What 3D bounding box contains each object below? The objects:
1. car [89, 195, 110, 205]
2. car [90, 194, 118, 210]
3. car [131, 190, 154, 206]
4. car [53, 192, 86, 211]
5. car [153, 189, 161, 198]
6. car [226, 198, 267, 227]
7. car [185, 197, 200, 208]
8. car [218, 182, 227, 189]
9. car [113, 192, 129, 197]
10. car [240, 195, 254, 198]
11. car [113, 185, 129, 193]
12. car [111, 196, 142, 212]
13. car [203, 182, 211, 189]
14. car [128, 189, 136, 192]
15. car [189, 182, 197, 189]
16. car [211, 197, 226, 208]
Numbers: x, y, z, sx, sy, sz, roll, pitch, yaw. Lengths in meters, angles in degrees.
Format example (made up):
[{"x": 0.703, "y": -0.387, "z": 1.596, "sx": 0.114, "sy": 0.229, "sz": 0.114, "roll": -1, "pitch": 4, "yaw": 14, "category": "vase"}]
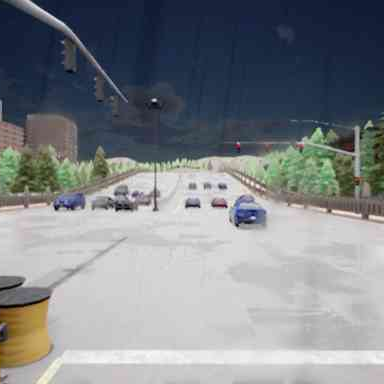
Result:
[{"x": -14.054, "y": 1.205, "z": 50.777, "sx": 1.895, "sy": 1.301, "sz": 4.718, "roll": 0, "pitch": 2, "yaw": 0, "category": "car"}, {"x": -10.574, "y": 1.321, "z": 39.696, "sx": 1.837, "sy": 1.490, "sz": 4.892, "roll": 0, "pitch": 0, "yaw": 0, "category": "car"}, {"x": -7.068, "y": 1.071, "z": 47.637, "sx": 2.097, "sy": 1.767, "sz": 4.553, "roll": 0, "pitch": 1, "yaw": 0, "category": "car"}, {"x": -14.084, "y": 1.046, "z": 38.639, "sx": 2.150, "sy": 2.045, "sz": 5.566, "roll": 0, "pitch": 0, "yaw": 0, "category": "car"}, {"x": -6.978, "y": 0.279, "z": 62.926, "sx": 2.128, "sy": 1.511, "sz": 4.902, "roll": 0, "pitch": 5, "yaw": 1, "category": "car"}, {"x": 3.604, "y": 1.379, "z": 22.032, "sx": 1.882, "sy": 1.535, "sz": 5.008, "roll": 0, "pitch": 0, "yaw": 0, "category": "car"}, {"x": 0.107, "y": 1.343, "z": 44.661, "sx": 1.994, "sy": 1.385, "sz": 4.181, "roll": 0, "pitch": 1, "yaw": 0, "category": "car"}, {"x": 7.158, "y": -1.637, "z": 78.700, "sx": 1.882, "sy": 1.535, "sz": 5.008, "roll": 0, "pitch": 8, "yaw": 0, "category": "car"}, {"x": -10.560, "y": 1.224, "z": 49.327, "sx": 1.994, "sy": 1.385, "sz": 4.181, "roll": 0, "pitch": 2, "yaw": 0, "category": "car"}, {"x": 7.109, "y": 1.142, "z": 43.834, "sx": 2.097, "sy": 1.767, "sz": 4.553, "roll": 0, "pitch": 0, "yaw": 0, "category": "car"}, {"x": -13.927, "y": -0.276, "z": 65.827, "sx": 2.150, "sy": 2.045, "sz": 5.566, "roll": 0, "pitch": 6, "yaw": 1, "category": "car"}, {"x": -7.085, "y": 1.434, "z": 36.345, "sx": 1.895, "sy": 1.301, "sz": 4.718, "roll": 0, "pitch": 0, "yaw": 0, "category": "car"}, {"x": 3.660, "y": -1.629, "z": 79.141, "sx": 2.033, "sy": 1.411, "sz": 5.357, "roll": 0, "pitch": 8, "yaw": 0, "category": "car"}, {"x": -10.449, "y": 0.273, "z": 64.167, "sx": 1.895, "sy": 1.301, "sz": 4.718, "roll": 0, "pitch": 6, "yaw": 1, "category": "car"}, {"x": 0.158, "y": -1.575, "z": 78.748, "sx": 2.033, "sy": 1.411, "sz": 5.357, "roll": 0, "pitch": 8, "yaw": 0, "category": "car"}, {"x": 3.609, "y": 1.341, "z": 44.796, "sx": 1.994, "sy": 1.385, "sz": 4.181, "roll": 0, "pitch": 1, "yaw": 0, "category": "car"}]
